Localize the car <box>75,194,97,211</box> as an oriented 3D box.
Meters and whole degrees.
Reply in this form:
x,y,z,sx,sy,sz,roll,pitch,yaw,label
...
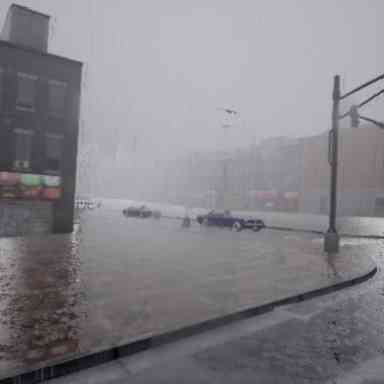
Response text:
x,y,z,sx,sy,sz,roll,pitch,yaw,label
-15.346,1.490,45.906,2.150,2.045,5.566,4,-2,-35,car

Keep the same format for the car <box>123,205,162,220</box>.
x,y,z,sx,sy,sz,roll,pitch,yaw,label
-4.627,1.872,30.844,1.895,1.301,4.718,4,-3,-36,car

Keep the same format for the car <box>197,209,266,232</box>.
x,y,z,sx,sy,sz,roll,pitch,yaw,label
2.409,1.781,21.045,1.895,1.301,4.718,4,-3,-36,car
